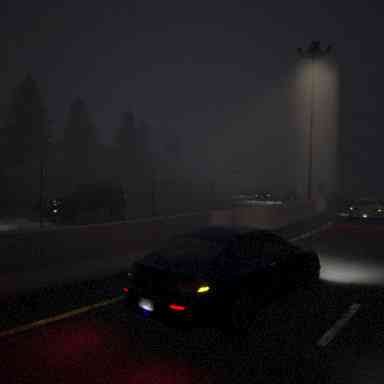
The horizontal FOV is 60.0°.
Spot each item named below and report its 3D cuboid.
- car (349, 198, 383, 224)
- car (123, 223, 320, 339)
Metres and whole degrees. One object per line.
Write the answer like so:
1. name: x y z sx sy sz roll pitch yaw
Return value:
1. car: 10.943 1.081 20.769 1.812 1.442 4.674 2 2 30
2. car: 0.861 1.337 6.315 1.812 1.442 4.674 3 2 40
